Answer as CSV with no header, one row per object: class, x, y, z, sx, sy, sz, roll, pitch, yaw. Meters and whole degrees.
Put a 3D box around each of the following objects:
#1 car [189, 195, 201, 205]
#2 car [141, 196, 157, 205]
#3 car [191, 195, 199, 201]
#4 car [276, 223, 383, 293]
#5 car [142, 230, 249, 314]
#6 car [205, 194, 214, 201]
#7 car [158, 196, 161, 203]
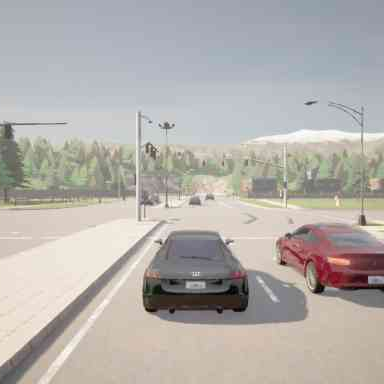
car,0.491,1.563,56.708,1.994,1.385,4.181,0,0,1
car,-7.577,1.601,56.336,1.895,1.301,4.718,0,0,1
car,0.835,1.428,82.164,1.895,1.301,4.718,0,0,1
car,3.554,1.526,8.708,1.812,1.442,4.674,0,0,0
car,0.056,1.564,7.704,1.994,1.385,4.181,0,0,0
car,4.334,1.188,82.059,2.097,1.767,4.553,0,0,1
car,-7.394,1.505,66.772,1.837,1.490,4.892,0,0,1
